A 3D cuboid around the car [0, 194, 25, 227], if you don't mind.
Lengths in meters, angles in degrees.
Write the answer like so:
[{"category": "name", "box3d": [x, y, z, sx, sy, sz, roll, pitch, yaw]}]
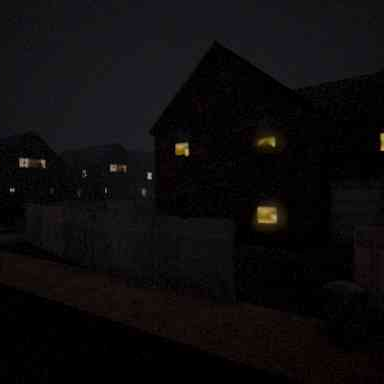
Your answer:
[{"category": "car", "box3d": [-12.895, 1.152, 19.982, 2.150, 2.045, 5.566, -2, 0, 36]}]
